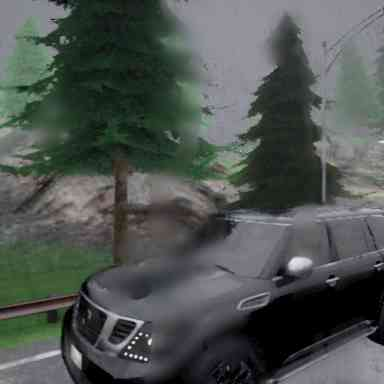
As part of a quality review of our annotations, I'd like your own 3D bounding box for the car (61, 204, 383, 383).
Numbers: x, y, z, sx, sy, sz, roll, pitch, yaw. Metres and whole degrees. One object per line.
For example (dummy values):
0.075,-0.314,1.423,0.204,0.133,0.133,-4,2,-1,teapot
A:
1.134,1.239,4.810,5.566,2.045,2.150,0,0,-36,car
